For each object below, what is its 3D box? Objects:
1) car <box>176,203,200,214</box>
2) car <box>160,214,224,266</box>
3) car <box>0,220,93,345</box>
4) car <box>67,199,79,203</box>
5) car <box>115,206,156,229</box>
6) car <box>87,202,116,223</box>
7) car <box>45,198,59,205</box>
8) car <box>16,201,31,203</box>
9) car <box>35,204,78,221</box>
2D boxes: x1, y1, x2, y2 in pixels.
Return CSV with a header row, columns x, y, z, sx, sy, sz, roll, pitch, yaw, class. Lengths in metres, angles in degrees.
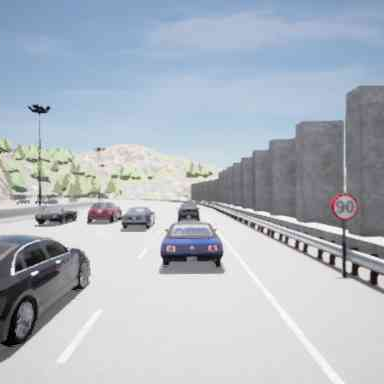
x,y,z,sx,sy,sz,roll,pitch,yaw,class
-0.316,1.703,28.662,1.837,1.490,4.892,0,0,-1,car
-0.026,1.682,11.844,1.895,1.301,4.718,-1,0,-1,car
-3.472,1.583,6.461,1.837,1.490,4.892,-1,0,-1,car
-24.933,2.167,69.783,1.812,1.442,4.674,0,0,-11,car
-3.703,1.742,23.524,2.033,1.411,5.357,-1,0,-1,car
-7.311,1.611,28.270,2.097,1.767,4.553,-1,0,-1,car
-27.870,2.059,66.274,1.837,1.490,4.892,0,0,-9,car
-35.873,2.090,70.959,2.033,1.411,5.357,0,0,-12,car
-10.768,1.883,26.883,1.895,1.301,4.718,-1,0,-1,car
